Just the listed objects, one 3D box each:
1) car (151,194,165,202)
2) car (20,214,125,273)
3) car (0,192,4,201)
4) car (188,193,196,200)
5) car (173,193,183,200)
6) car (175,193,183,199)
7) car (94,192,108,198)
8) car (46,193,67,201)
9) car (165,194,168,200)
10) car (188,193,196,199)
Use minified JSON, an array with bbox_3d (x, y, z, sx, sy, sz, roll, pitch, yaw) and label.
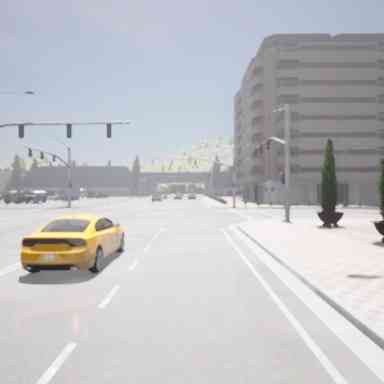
[{"bbox_3d":[-7.019,1.259,65.757,1.837,1.490,4.892,0,1,0],"label":"car"},{"bbox_3d":[-3.450,1.438,10.567,1.882,1.535,5.008,0,0,1],"label":"car"},{"bbox_3d":[-36.041,1.176,59.158,1.970,1.475,3.806,0,0,0],"label":"car"},{"bbox_3d":[-0.013,1.251,81.285,1.994,1.385,4.181,0,0,0],"label":"car"},{"bbox_3d":[-3.513,1.293,81.315,1.895,1.301,4.718,0,0,0],"label":"car"},{"bbox_3d":[-3.515,1.025,90.260,1.837,1.490,4.892,0,0,0],"label":"car"},{"bbox_3d":[-24.563,0.815,91.633,1.932,1.855,4.605,0,0,0],"label":"car"},{"bbox_3d":[-30.222,1.121,74.241,1.970,1.475,3.806,0,0,0],"label":"car"},{"bbox_3d":[-7.013,1.211,81.327,2.128,1.511,4.902,0,0,0],"label":"car"},{"bbox_3d":[-0.015,1.065,90.261,2.033,1.411,5.357,0,0,0],"label":"car"}]
